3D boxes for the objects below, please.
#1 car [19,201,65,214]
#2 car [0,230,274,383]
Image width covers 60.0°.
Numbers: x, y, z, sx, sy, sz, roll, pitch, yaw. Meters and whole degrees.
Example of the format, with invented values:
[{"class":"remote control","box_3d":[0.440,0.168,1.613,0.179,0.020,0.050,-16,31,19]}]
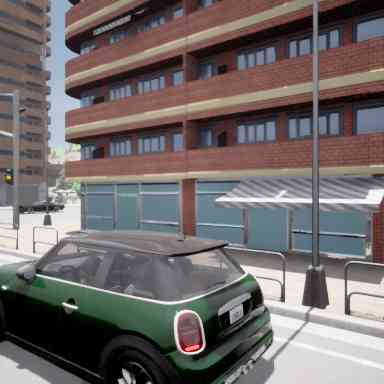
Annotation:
[{"class":"car","box_3d":[-16.242,1.601,35.687,1.895,1.301,4.718,0,0,36]},{"class":"car","box_3d":[-1.241,1.352,4.879,4.553,1.767,2.097,0,0,36]}]
